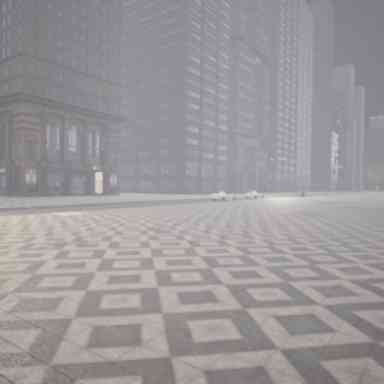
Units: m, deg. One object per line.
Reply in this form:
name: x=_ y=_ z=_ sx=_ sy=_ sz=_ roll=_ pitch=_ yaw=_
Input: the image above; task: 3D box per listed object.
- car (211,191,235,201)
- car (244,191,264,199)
car: x=4.380 y=0.580 z=46.786 sx=1.812 sy=1.442 sz=4.674 roll=1 pitch=1 yaw=36
car: x=10.298 y=0.485 z=55.199 sx=1.812 sy=1.442 sz=4.674 roll=1 pitch=1 yaw=35
